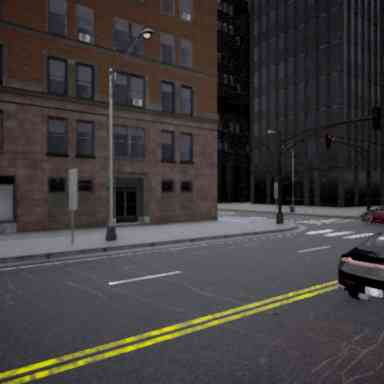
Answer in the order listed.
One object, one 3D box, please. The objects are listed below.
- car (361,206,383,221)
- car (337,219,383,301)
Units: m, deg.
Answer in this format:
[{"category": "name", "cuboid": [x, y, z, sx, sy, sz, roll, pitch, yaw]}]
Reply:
[{"category": "car", "cuboid": [13.078, 1.497, 21.521, 1.994, 1.385, 4.181, 0, 0, -15]}, {"category": "car", "cuboid": [5.055, 1.470, 7.027, 4.902, 1.511, 2.128, 0, 0, -35]}]
